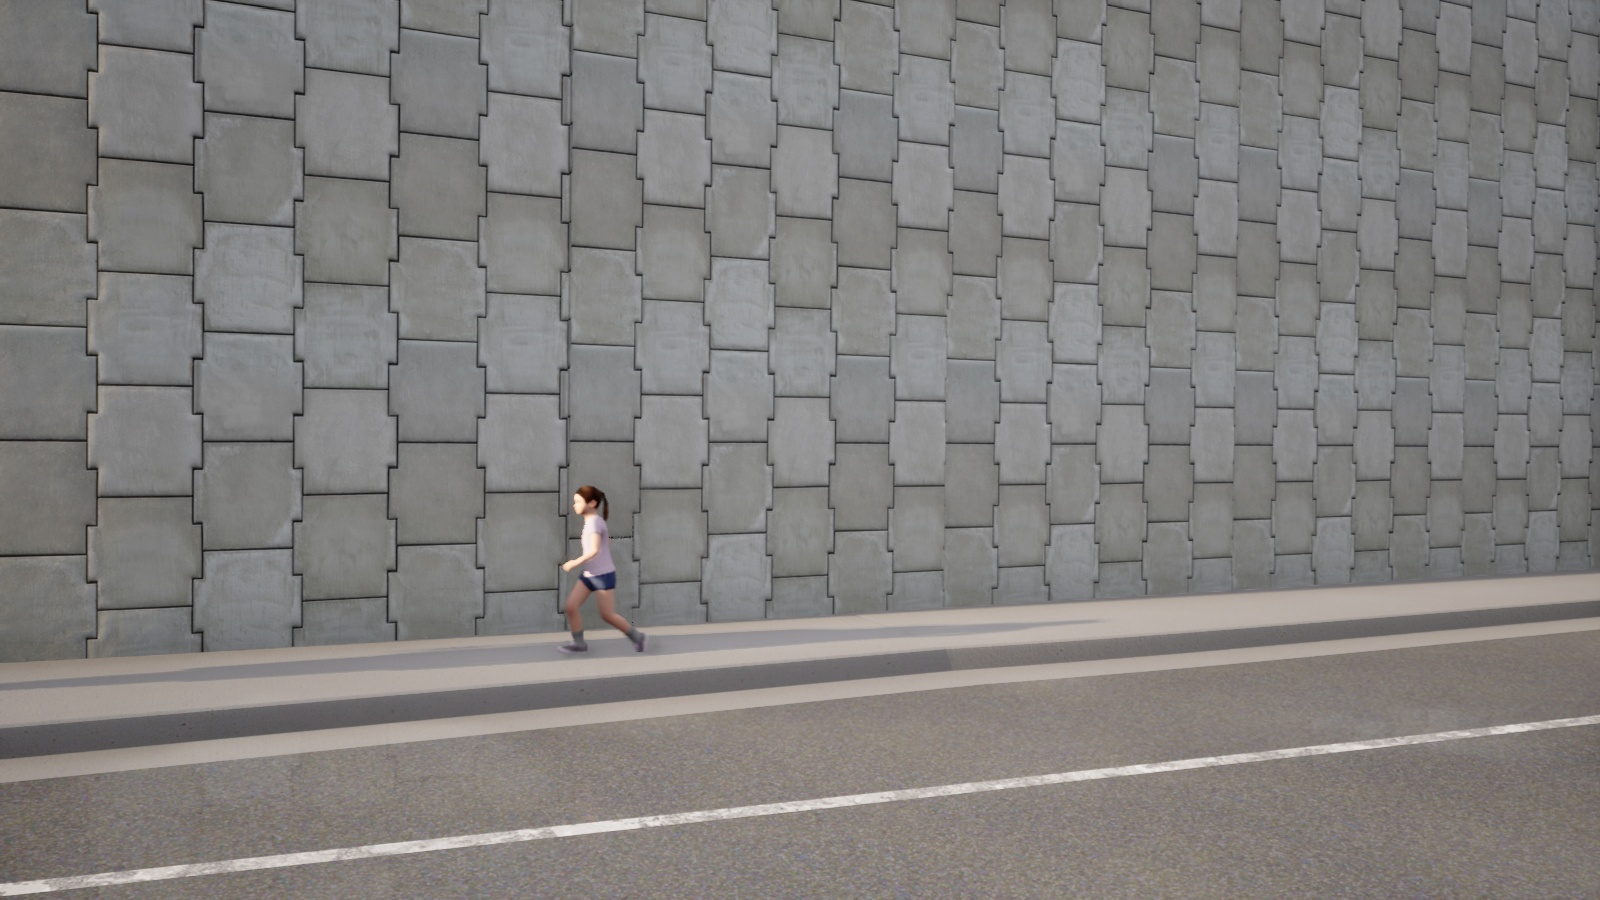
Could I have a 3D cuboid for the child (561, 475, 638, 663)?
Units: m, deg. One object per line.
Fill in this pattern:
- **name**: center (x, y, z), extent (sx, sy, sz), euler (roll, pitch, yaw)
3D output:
- **child**: center (-1.235, 0.720, 7.731), extent (0.394, 1.110, 0.255), euler (-1, 1, -25)
